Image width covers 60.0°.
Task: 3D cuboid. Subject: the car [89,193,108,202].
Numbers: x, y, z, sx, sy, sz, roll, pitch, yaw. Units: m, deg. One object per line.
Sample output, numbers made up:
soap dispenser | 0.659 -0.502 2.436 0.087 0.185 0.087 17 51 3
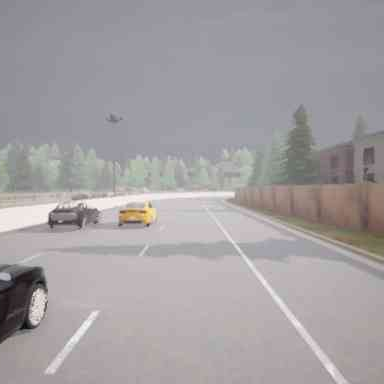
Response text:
car | -17.311 1.011 61.839 2.128 1.511 4.902 0 1 2

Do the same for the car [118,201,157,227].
car | -3.407 1.309 21.483 1.882 1.535 5.008 0 0 0

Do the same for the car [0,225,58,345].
car | -3.408 1.447 3.749 1.882 1.535 5.008 0 0 0

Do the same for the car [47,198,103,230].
car | -6.908 1.335 19.931 2.128 1.511 4.902 0 0 0

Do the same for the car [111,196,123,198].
car | -13.816 1.056 62.284 2.033 1.411 5.357 0 0 2

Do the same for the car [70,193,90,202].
car | -20.811 1.012 62.148 1.837 1.490 4.892 0 1 2

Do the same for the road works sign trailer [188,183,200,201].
road works sign trailer | 0.551 -0.061 67.324 2.380 3.560 2.880 0 0 10
